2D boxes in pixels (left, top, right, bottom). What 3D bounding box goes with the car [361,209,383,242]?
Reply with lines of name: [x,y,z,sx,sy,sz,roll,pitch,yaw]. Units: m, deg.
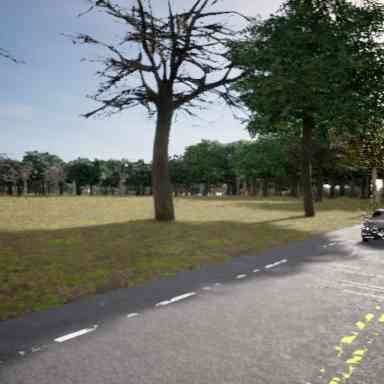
car: [9.674,1.567,16.107,1.837,1.490,4.892,-1,0,41]
